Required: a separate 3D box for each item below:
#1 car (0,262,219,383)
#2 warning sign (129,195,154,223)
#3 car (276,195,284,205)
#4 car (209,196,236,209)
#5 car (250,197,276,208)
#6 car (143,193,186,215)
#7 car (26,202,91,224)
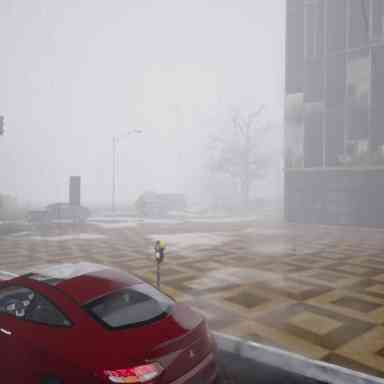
[{"bbox_3d":[-1.660,1.581,4.209,4.206,1.307,1.802,0,1,36],"label":"car"},{"bbox_3d":[-3.488,1.141,22.950,1.300,1.860,1.060,1,1,34],"label":"warning sign"},{"bbox_3d":[15.268,1.275,55.066,2.097,1.767,4.553,1,1,34],"label":"car"},{"bbox_3d":[4.105,1.262,44.246,2.097,1.767,4.553,1,0,35],"label":"car"},{"bbox_3d":[9.709,1.468,46.892,1.812,1.442,4.674,1,1,35],"label":"car"},{"bbox_3d":[-2.816,1.148,34.206,2.150,2.045,5.566,1,1,34],"label":"car"},{"bbox_3d":[-9.622,1.475,24.314,1.812,1.442,4.674,1,1,36],"label":"car"}]
